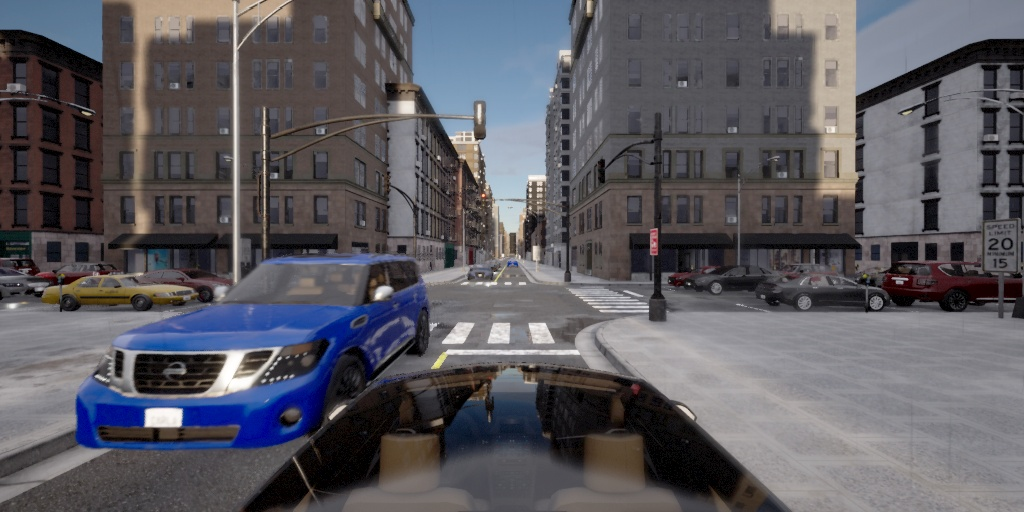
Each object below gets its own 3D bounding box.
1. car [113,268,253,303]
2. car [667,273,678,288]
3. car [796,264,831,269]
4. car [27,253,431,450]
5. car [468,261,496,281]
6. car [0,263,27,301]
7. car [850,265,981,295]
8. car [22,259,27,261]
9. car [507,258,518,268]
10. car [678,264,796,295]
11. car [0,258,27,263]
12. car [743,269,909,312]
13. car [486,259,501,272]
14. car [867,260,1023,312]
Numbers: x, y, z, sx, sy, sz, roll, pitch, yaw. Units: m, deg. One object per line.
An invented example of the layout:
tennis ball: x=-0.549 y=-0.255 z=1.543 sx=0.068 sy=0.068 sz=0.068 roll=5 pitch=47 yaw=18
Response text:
car: x=-14.784 y=1.282 z=16.294 sx=4.674 sy=1.442 sz=1.812 roll=0 pitch=0 yaw=0
car: x=11.806 y=1.281 z=21.734 sx=4.507 sy=1.381 sz=1.888 roll=0 pitch=0 yaw=0
car: x=17.215 y=1.177 z=21.720 sx=4.097 sy=1.591 sz=1.967 roll=0 pitch=0 yaw=0
car: x=-2.842 y=0.971 z=5.693 sx=2.150 sy=2.045 sz=5.566 roll=0 pitch=0 yaw=0
car: x=-2.599 y=1.318 z=29.657 sx=1.994 sy=1.385 sz=4.181 roll=0 pitch=0 yaw=-4
car: x=-23.941 y=1.246 z=16.335 sx=4.902 sy=1.511 sz=2.128 roll=0 pitch=0 yaw=0
car: x=21.392 y=1.256 z=19.169 sx=4.892 sy=1.490 sz=1.837 roll=0 pitch=0 yaw=0
car: x=-26.363 y=1.167 z=21.835 sx=4.097 sy=1.591 sz=1.967 roll=0 pitch=0 yaw=0
car: x=0.111 y=1.247 z=63.210 sx=1.882 sy=1.535 sz=5.008 roll=0 pitch=0 yaw=0
car: x=11.910 y=1.253 z=19.190 sx=4.892 sy=1.490 sz=1.837 roll=0 pitch=0 yaw=0
car: x=-32.025 y=1.041 z=21.850 sx=5.009 sy=1.841 sz=2.192 roll=0 pitch=0 yaw=0
car: x=11.785 y=1.325 z=13.709 sx=4.403 sy=1.370 sz=2.007 roll=0 pitch=0 yaw=0
car: x=-2.764 y=1.265 z=46.148 sx=1.837 sy=1.490 sz=4.892 roll=0 pitch=0 yaw=1
car: x=17.194 y=1.091 z=13.695 sx=5.009 sy=1.841 sz=2.192 roll=0 pitch=0 yaw=0
